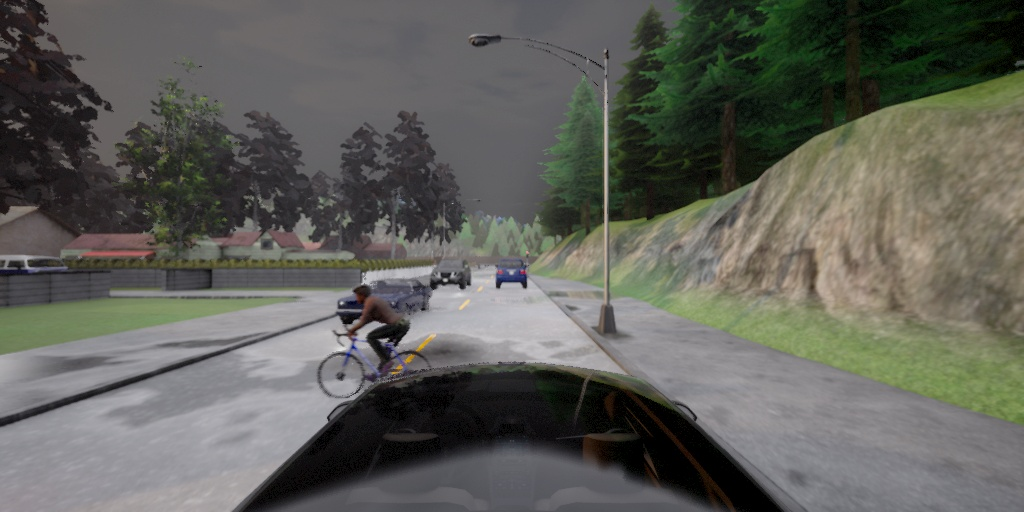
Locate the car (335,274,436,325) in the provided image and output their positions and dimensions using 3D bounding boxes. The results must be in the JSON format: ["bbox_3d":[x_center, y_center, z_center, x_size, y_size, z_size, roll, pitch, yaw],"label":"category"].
[{"bbox_3d":[-4.152,1.465,12.396,1.895,1.301,4.718,0,-1,0],"label":"car"}]

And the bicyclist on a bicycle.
[{"bbox_3d":[-1.962,1.238,5.118,1.656,1.620,0.582,-1,-1,0],"label":"bicyclist on a bicycle"}]

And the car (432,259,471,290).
[{"bbox_3d":[-4.193,1.226,25.443,2.150,2.045,5.566,0,-1,0],"label":"car"}]

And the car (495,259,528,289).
[{"bbox_3d":[-0.030,1.230,26.082,2.150,2.045,5.566,0,-1,0],"label":"car"}]
